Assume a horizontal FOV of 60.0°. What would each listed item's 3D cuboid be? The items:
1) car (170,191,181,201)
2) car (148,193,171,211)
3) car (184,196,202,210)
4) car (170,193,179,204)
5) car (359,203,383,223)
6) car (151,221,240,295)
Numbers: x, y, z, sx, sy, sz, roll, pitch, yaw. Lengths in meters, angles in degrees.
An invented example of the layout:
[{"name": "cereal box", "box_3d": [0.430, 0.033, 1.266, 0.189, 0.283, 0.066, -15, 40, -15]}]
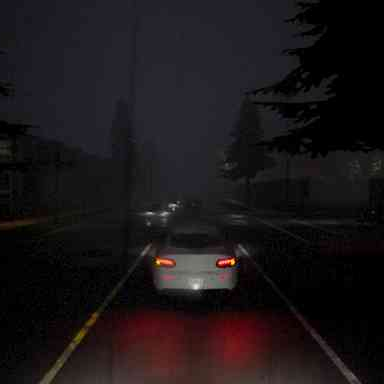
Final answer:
[{"name": "car", "box_3d": [-3.523, 0.745, 68.530, 2.150, 2.045, 5.566, 0, 1, 0]}, {"name": "car", "box_3d": [-3.608, 1.226, 36.028, 1.882, 1.535, 5.008, 0, 1, 0]}, {"name": "car", "box_3d": [0.088, 1.209, 38.381, 1.882, 1.535, 5.008, 0, 0, 0]}, {"name": "car", "box_3d": [-3.594, 1.231, 53.030, 1.895, 1.301, 4.718, 0, 0, 0]}, {"name": "car", "box_3d": [14.320, 1.350, 23.191, 4.902, 1.511, 2.128, 0, 0, 0]}, {"name": "car", "box_3d": [0.080, 1.466, 8.410, 1.812, 1.442, 4.674, 0, 0, 0]}]
